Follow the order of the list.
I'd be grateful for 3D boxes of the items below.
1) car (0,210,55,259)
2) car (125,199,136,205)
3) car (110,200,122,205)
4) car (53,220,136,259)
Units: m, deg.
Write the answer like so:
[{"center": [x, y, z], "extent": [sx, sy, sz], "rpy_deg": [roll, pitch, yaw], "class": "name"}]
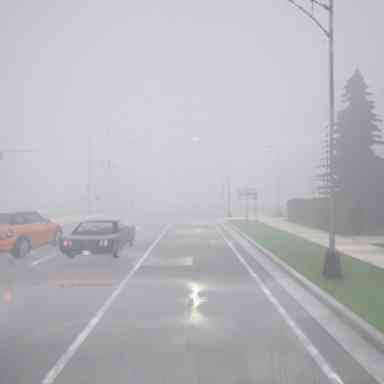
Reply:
[{"center": [-6.981, 1.497, 13.414], "extent": [2.097, 1.767, 4.553], "rpy_deg": [0, -1, 0], "class": "car"}, {"center": [-14.254, 2.379, 77.668], "extent": [2.033, 1.411, 5.357], "rpy_deg": [0, -1, 1], "class": "car"}, {"center": [-17.755, 2.434, 77.664], "extent": [1.895, 1.301, 4.718], "rpy_deg": [0, -1, 1], "class": "car"}, {"center": [-3.485, 1.745, 13.231], "extent": [1.895, 1.301, 4.718], "rpy_deg": [0, -1, 0], "class": "car"}]
